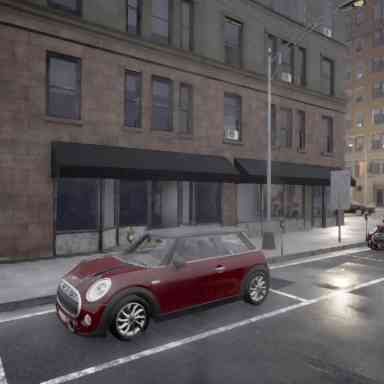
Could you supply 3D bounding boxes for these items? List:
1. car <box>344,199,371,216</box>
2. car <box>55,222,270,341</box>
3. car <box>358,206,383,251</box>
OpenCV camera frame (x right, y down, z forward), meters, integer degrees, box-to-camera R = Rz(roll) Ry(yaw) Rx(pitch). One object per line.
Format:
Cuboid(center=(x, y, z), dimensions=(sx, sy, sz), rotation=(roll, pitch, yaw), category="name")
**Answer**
Cuboid(center=(14.742, 1.404, 31.710), dimensions=(1.882, 1.535, 5.008), rotation=(1, 0, -37), category="car")
Cuboid(center=(-0.429, 1.441, 6.441), dimensions=(4.097, 1.590, 1.967), rotation=(0, 0, -35), category="car")
Cuboid(center=(8.530, 1.445, 12.801), dimensions=(4.097, 1.590, 1.967), rotation=(0, 0, -35), category="car")
